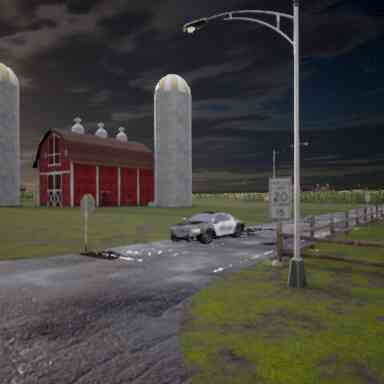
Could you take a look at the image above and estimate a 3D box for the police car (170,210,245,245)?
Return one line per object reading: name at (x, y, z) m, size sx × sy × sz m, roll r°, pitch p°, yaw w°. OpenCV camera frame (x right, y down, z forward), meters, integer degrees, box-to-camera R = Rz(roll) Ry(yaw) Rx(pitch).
police car at (0.848, 1.770, 17.364) m, size 2.038 × 1.542 × 4.974 m, roll -1°, pitch -1°, yaw 35°
